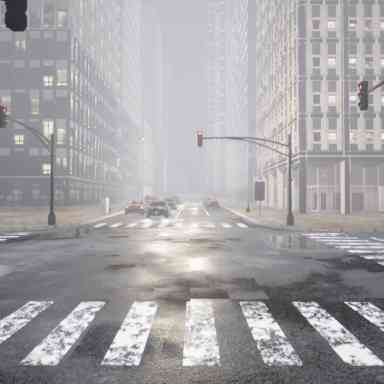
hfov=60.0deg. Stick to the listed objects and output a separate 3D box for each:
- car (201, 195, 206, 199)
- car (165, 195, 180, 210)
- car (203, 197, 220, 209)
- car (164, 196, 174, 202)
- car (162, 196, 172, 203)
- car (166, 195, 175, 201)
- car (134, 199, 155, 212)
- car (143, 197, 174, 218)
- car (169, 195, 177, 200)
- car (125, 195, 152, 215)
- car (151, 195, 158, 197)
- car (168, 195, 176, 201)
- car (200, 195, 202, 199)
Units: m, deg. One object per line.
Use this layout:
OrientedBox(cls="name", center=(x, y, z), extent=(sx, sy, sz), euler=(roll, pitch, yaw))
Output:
OrientedBox(cls="car", center=(2.896, 1.547, 56.324), extent=(1.752, 1.417, 4.829), euler=(1, 0, 0))
OrientedBox(cls="car", center=(-2.950, 1.521, 42.907), extent=(1.837, 1.490, 4.892), euler=(0, 0, 0))
OrientedBox(cls="car", center=(2.856, 1.599, 44.998), extent=(1.802, 1.307, 4.206), euler=(1, 0, 0))
OrientedBox(cls="car", center=(-5.410, 1.581, 78.415), extent=(2.008, 1.369, 4.403), euler=(1, 0, 0))
OrientedBox(cls="car", center=(-5.429, 1.573, 72.840), extent=(1.887, 1.381, 4.507), euler=(1, 0, 0))
OrientedBox(cls="car", center=(-5.391, 1.578, 83.990), extent=(1.887, 1.381, 4.507), euler=(1, 0, 0))
OrientedBox(cls="car", center=(-5.543, 1.597, 39.389), extent=(1.802, 1.307, 4.206), euler=(1, 0, 0))
OrientedBox(cls="car", center=(-2.996, 1.516, 30.353), extent=(1.837, 1.490, 4.892), euler=(0, 0, 0))
OrientedBox(cls="car", center=(-5.354, 1.604, 95.141), extent=(1.947, 1.339, 4.313), euler=(1, 0, 0))
OrientedBox(cls="car", center=(-5.559, 1.453, 33.814), extent=(1.967, 1.590, 4.097), euler=(1, 0, 0))
OrientedBox(cls="car", center=(-5.519, 1.332, 44.965), extent=(2.192, 1.841, 5.009), euler=(1, 0, 0))
OrientedBox(cls="car", center=(-5.372, 1.587, 89.565), extent=(2.008, 1.369, 4.403), euler=(1, 0, 0))
OrientedBox(cls="car", center=(2.913, 1.590, 61.731), extent=(1.947, 1.339, 4.313), euler=(1, 0, 0))
